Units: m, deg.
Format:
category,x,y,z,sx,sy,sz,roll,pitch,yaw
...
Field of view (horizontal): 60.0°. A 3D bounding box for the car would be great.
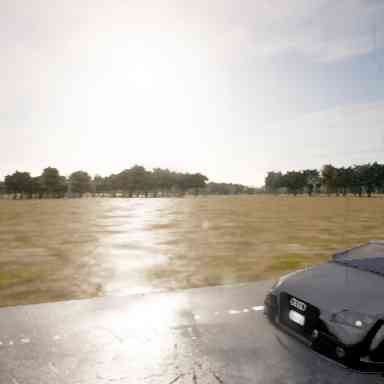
category,x,y,z,sx,sy,sz,roll,pitch,yaw
car,3.250,1.499,5.153,4.181,1.385,1.994,0,1,-22
